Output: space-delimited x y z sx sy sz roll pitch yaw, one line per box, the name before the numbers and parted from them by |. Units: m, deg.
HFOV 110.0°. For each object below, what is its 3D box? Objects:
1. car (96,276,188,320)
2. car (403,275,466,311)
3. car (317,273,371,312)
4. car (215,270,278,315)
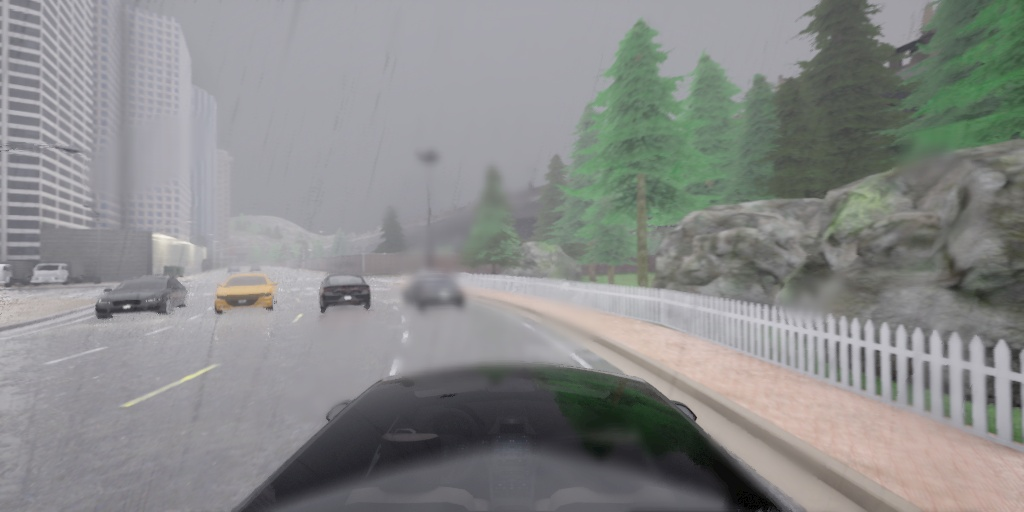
car | -14.969 1.613 14.791 1.837 1.490 4.892 0 -1 -32
car | -3.543 1.542 15.957 1.994 1.385 4.181 0 -1 -27
car | -7.584 1.510 16.148 1.882 1.535 5.008 0 -1 -29
car | -11.524 1.555 15.812 1.882 1.535 5.008 0 -1 -31
